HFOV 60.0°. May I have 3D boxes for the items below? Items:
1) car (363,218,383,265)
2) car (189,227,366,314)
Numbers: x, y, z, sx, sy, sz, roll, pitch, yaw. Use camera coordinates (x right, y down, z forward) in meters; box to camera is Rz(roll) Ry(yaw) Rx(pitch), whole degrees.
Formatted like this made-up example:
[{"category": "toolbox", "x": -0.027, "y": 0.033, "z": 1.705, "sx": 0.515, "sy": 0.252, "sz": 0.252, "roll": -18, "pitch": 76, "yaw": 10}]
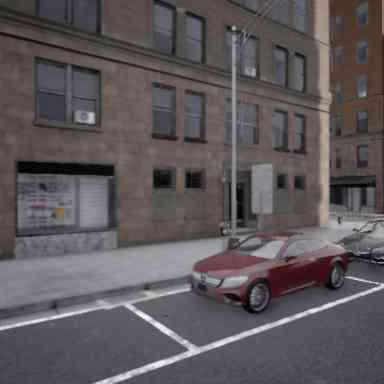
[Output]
[{"category": "car", "x": 6.529, "y": 1.538, "z": 10.845, "sx": 4.403, "sy": 1.369, "sz": 2.008, "roll": 0, "pitch": 0, "yaw": -36}, {"category": "car", "x": 1.904, "y": 1.576, "z": 7.545, "sx": 4.206, "sy": 1.307, "sz": 1.802, "roll": 0, "pitch": 0, "yaw": -36}]
